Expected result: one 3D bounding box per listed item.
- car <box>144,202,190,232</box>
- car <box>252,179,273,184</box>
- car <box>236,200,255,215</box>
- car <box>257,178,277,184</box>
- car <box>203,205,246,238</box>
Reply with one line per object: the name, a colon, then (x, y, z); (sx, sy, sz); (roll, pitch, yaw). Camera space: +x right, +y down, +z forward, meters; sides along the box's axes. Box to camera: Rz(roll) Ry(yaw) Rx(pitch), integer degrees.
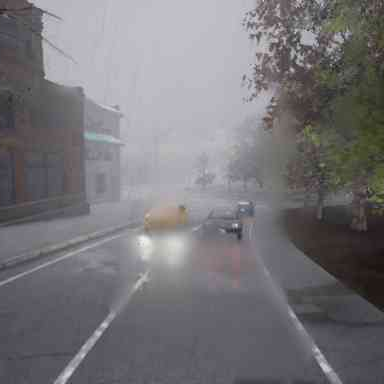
car: (-1.381, 1.421, 19.990); (1.882, 1.535, 5.008); (1, 0, 10)
car: (17.691, -2.559, 83.857); (4.718, 1.301, 1.895); (2, 6, 19)
car: (5.540, 1.554, 34.796); (1.812, 1.442, 4.674); (2, 2, 15)
car: (19.572, -2.815, 86.605); (4.718, 1.301, 1.895); (3, 6, 24)
car: (1.790, 1.605, 17.990); (1.895, 1.301, 4.718); (1, 0, 9)
